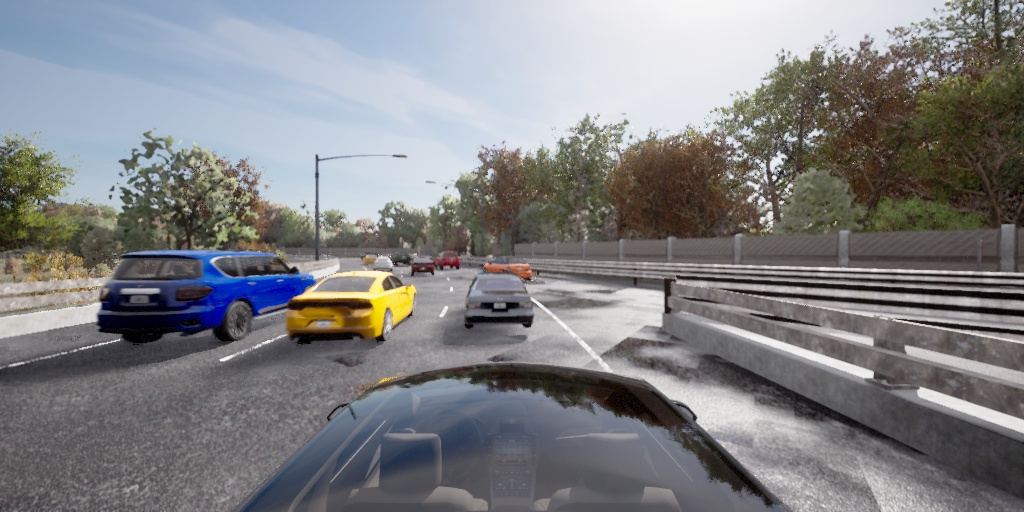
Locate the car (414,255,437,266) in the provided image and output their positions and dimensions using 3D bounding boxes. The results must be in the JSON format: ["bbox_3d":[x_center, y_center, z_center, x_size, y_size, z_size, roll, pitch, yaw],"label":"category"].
[{"bbox_3d":[-12.938,0.654,53.472,2.128,1.511,4.902,0,1,-27],"label":"car"}]

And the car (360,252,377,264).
[{"bbox_3d":[-21.750,0.621,55.021,1.882,1.535,5.008,0,1,-30],"label":"car"}]

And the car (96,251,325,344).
[{"bbox_3d":[-7.315,0.882,9.509,2.150,2.045,5.566,0,1,-5],"label":"car"}]

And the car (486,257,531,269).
[{"bbox_3d":[-0.483,0.833,25.669,2.097,1.767,4.553,0,1,-28],"label":"car"}]

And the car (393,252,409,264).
[{"bbox_3d":[-16.506,0.390,52.837,2.150,2.045,5.566,0,1,-28],"label":"car"}]

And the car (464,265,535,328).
[{"bbox_3d":[-0.469,1.193,10.980,2.033,1.411,5.357,0,1,-4],"label":"car"}]

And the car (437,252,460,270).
[{"bbox_3d":[-7.562,0.520,41.609,2.150,2.045,5.566,0,1,-22],"label":"car"}]

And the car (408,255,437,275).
[{"bbox_3d":[-8.201,0.877,32.548,1.882,1.535,5.008,0,1,-17],"label":"car"}]

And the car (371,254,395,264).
[{"bbox_3d":[-13.899,0.857,38.539,1.812,1.442,4.674,0,1,-20],"label":"car"}]

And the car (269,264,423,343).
[{"bbox_3d":[-3.838,1.139,9.433,1.882,1.535,5.008,0,1,-4],"label":"car"}]
